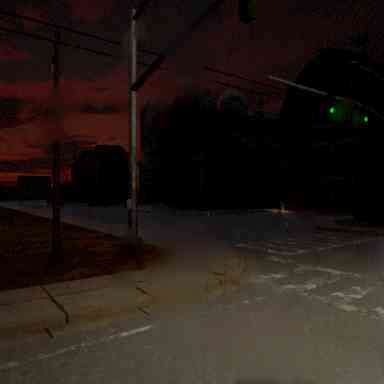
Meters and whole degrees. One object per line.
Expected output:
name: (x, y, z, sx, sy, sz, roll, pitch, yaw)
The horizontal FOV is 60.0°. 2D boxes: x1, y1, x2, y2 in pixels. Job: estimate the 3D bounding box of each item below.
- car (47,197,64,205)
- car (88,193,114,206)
car: (-23.294, 1.537, 56.690, 1.994, 1.385, 4.181, 0, 0, -36)
car: (-13.764, 1.118, 50.617, 3.866, 1.878, 1.905, -2, 5, 11)
